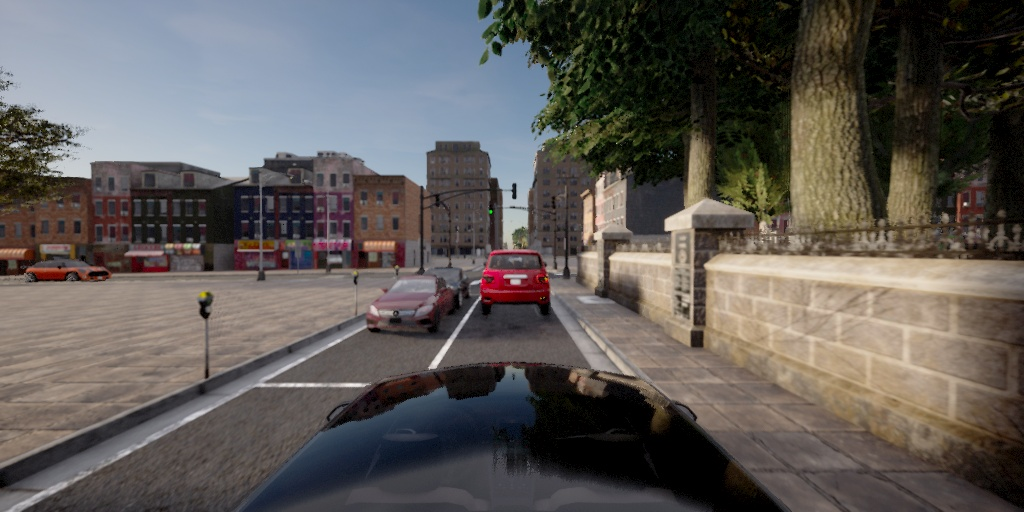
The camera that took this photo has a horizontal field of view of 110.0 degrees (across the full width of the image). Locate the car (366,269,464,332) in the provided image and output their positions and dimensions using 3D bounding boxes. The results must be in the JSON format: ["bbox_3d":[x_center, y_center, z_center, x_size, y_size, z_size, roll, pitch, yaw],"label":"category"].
[{"bbox_3d":[-2.636,1.193,10.219,1.802,1.307,4.207,0,0,0],"label":"car"}]

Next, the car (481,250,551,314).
[{"bbox_3d":[0.116,0.787,12.967,2.150,2.045,5.566,0,1,0],"label":"car"}]

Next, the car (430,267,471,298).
[{"bbox_3d":[-2.636,1.116,13.881,1.948,1.339,4.313,0,0,0],"label":"car"}]

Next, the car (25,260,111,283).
[{"bbox_3d":[-32.959,1.097,26.721,4.553,1.767,2.097,-1,1,0],"label":"car"}]

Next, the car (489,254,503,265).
[{"bbox_3d":[-2.264,0.437,51.174,1.837,1.490,4.892,0,1,0],"label":"car"}]
